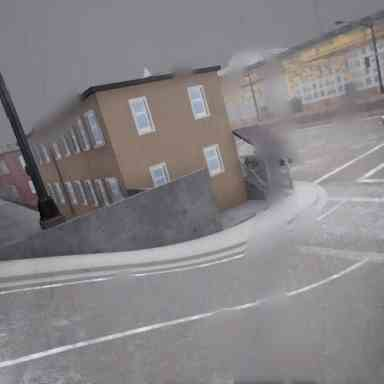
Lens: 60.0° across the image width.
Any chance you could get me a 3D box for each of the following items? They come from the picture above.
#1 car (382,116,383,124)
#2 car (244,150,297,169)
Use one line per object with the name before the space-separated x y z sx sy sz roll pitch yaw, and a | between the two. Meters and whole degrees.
car | 20.321 -7.608 31.080 2.097 1.767 4.553 -23 13 -32
car | 6.404 -2.815 27.789 1.837 1.490 4.892 -23 13 -32
